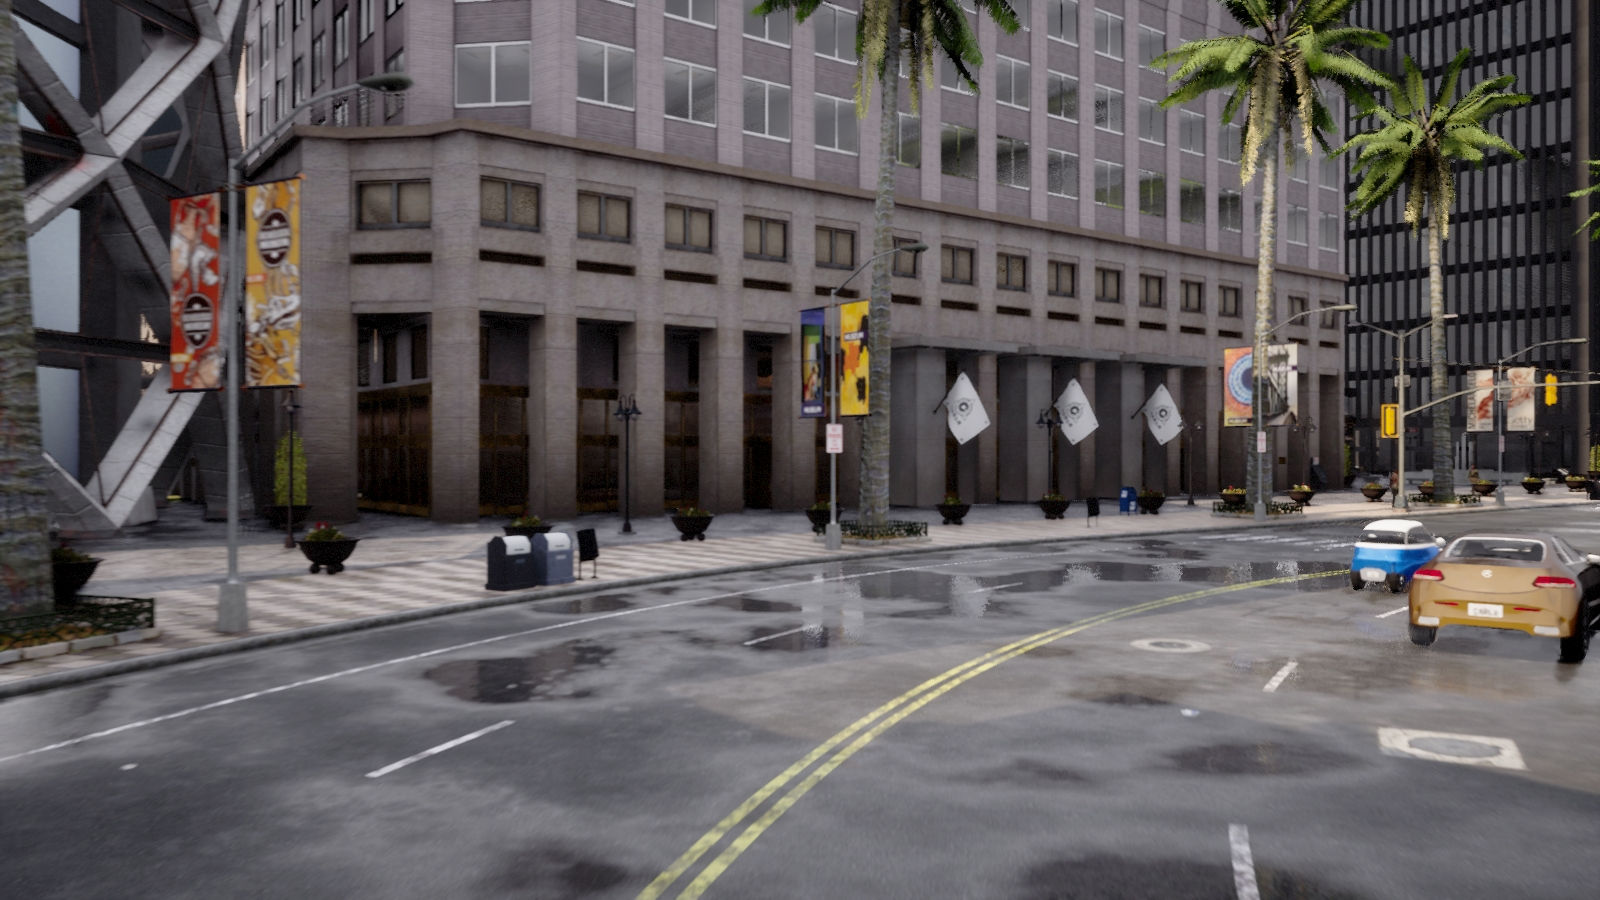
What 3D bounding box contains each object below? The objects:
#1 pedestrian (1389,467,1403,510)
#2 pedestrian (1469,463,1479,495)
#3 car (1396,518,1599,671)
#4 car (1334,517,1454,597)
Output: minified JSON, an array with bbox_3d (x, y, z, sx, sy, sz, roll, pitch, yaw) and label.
[{"bbox_3d":[26.367,1.705,50.553,0.375,1.860,0.375,0,0,-21],"label":"pedestrian"},{"bbox_3d":[39.600,1.711,67.095,0.375,1.860,0.375,0,0,-35],"label":"pedestrian"},{"bbox_3d":[10.708,1.995,17.180,2.152,1.651,5.027,0,0,39],"label":"car"},{"bbox_3d":[12.083,2.124,23.220,2.207,1.376,1.481,0,0,-42],"label":"car"}]
